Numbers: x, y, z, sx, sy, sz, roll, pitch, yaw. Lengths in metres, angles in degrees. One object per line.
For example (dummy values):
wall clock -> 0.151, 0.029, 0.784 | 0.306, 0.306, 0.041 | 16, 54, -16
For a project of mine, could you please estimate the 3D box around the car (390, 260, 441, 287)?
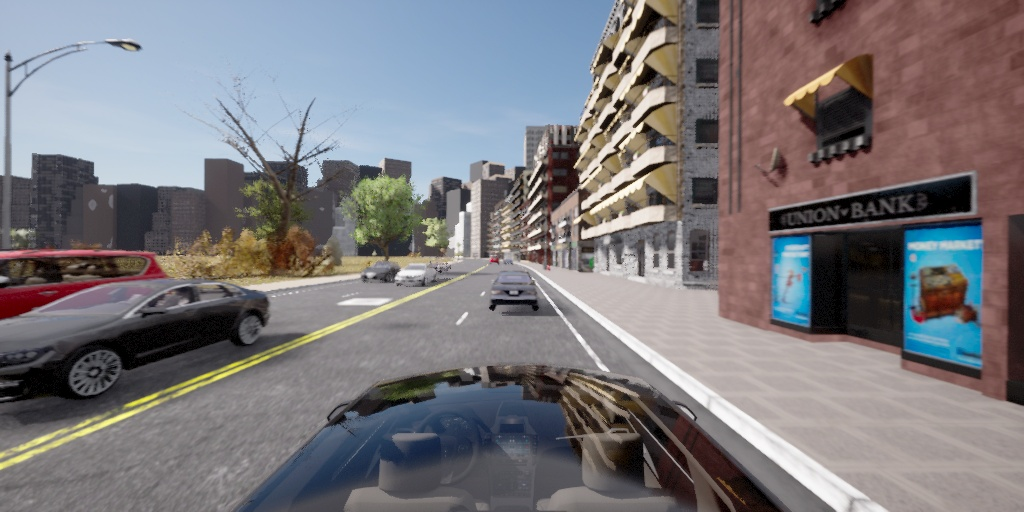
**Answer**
car -> -6.417, 1.218, 24.422 | 1.812, 1.442, 4.674 | 0, 0, 1

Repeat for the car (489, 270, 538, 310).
car -> 0.081, 1.294, 14.779 | 2.033, 1.411, 5.357 | 0, 0, 0

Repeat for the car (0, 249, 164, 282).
car -> -9.826, 0.890, 6.917 | 2.150, 2.045, 5.566 | 0, 1, 0

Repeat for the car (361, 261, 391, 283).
car -> -9.630, 1.158, 26.937 | 2.128, 1.511, 4.902 | 0, 0, 1

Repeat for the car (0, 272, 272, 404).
car -> -6.581, 1.190, 6.406 | 2.128, 1.511, 4.902 | 0, 0, 0

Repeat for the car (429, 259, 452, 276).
car -> -6.307, 0.900, 29.806 | 1.895, 1.301, 4.718 | 0, 0, 0
